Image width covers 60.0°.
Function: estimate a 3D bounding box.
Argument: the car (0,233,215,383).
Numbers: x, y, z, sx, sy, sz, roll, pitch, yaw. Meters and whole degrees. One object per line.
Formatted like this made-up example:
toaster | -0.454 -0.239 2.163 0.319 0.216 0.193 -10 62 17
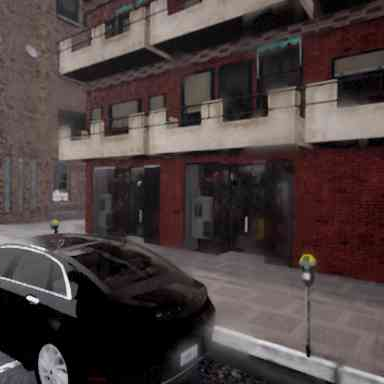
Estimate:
car | -1.994 1.367 4.863 4.892 1.490 1.837 2 1 36
